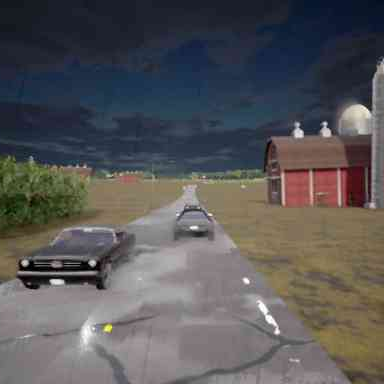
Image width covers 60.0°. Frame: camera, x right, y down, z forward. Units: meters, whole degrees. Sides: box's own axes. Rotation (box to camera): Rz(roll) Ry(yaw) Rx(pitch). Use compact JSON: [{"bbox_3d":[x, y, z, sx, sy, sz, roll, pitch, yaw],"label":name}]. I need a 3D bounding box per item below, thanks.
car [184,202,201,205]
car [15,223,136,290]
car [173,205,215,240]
[{"bbox_3d":[0.089,1.718,37.162,1.895,1.301,4.718,0,0,0],"label":"car"},{"bbox_3d":[-2.849,1.606,9.249,1.895,1.301,4.718,0,0,0],"label":"car"},{"bbox_3d":[0.097,1.587,17.082,1.994,1.385,4.181,0,0,0],"label":"car"}]
